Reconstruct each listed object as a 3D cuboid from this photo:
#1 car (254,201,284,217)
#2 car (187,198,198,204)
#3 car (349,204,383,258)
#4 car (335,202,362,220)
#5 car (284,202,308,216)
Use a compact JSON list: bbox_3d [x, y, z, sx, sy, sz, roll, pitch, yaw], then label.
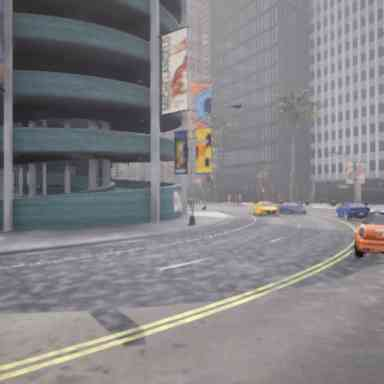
[{"bbox_3d":[7.737,1.745,34.795,1.882,1.535,5.008,0,0,0],"label":"car"},{"bbox_3d":[-0.260,2.193,82.990,2.231,1.521,4.892,0,-1,-34],"label":"car"},{"bbox_3d":[7.629,1.430,12.566,2.097,1.767,4.553,-1,-1,36],"label":"car"},{"bbox_3d":[14.460,1.675,30.043,1.882,1.535,5.008,0,0,9],"label":"car"},{"bbox_3d":[11.192,1.797,37.066,1.812,1.442,4.674,0,-1,-3],"label":"car"}]
